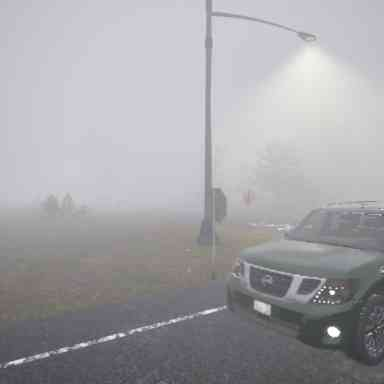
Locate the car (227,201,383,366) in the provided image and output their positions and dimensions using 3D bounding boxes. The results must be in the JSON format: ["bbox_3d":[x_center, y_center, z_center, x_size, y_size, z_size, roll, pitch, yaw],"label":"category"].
[{"bbox_3d":[3.217,1.224,6.163,5.566,2.045,2.150,0,0,-35],"label":"car"}]

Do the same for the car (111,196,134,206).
[{"bbox_3d":[-10.706,1.472,52.622,1.994,1.385,4.181,0,0,-33],"label":"car"}]

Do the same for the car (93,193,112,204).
[{"bbox_3d":[-16.279,1.111,60.942,2.150,2.045,5.566,0,0,-34],"label":"car"}]
